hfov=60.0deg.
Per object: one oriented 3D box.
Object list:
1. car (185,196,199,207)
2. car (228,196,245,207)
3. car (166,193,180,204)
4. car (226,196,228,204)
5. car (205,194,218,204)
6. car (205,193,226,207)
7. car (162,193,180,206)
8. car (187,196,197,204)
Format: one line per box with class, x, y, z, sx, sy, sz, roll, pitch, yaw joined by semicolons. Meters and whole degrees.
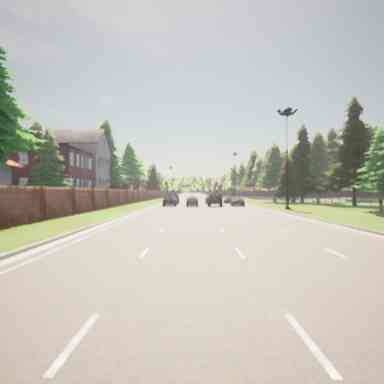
car;0.044;1.437;50.997;2.128;1.511;4.902;0;0;1
car;7.046;1.472;51.290;1.812;1.442;4.674;0;0;1
car;-3.507;1.153;62.164;2.150;2.045;5.566;0;0;0
car;6.993;1.499;61.305;1.994;1.385;4.181;0;0;0
car;3.493;1.287;61.275;2.097;1.767;4.553;0;0;0
car;3.537;1.167;50.941;2.150;2.045;5.566;0;0;1
car;-3.447;1.296;52.137;2.097;1.767;4.553;0;0;0
car;-0.007;1.440;61.304;1.837;1.490;4.892;0;0;0
